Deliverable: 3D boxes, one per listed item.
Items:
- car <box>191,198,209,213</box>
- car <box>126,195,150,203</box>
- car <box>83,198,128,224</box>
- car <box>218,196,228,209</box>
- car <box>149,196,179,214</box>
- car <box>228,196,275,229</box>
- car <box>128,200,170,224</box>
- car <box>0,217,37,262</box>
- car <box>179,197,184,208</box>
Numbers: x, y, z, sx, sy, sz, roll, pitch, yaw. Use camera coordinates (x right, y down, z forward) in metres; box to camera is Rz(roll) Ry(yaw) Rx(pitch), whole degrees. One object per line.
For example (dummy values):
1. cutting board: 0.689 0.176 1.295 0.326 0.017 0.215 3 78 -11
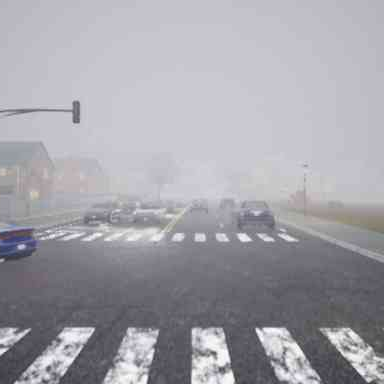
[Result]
1. car: 0.815 1.351 34.709 2.033 1.411 5.357 0 0 2
2. car: -5.908 1.164 33.614 2.097 1.767 4.553 0 0 2
3. car: -6.240 1.368 23.763 1.837 1.490 4.892 0 0 2
4. car: 4.352 1.275 41.155 1.837 1.490 4.892 0 0 3
5. car: -2.680 1.378 33.032 1.994 1.385 4.181 0 0 2
6. car: 3.628 1.231 20.491 2.097 1.767 4.553 0 0 1
7. car: -2.987 1.462 23.944 1.895 1.301 4.718 0 0 2
8. car: -7.233 1.411 10.280 5.008 1.535 1.882 0 -1 18
9. car: -2.200 1.291 43.281 1.812 1.442 4.674 0 0 3
